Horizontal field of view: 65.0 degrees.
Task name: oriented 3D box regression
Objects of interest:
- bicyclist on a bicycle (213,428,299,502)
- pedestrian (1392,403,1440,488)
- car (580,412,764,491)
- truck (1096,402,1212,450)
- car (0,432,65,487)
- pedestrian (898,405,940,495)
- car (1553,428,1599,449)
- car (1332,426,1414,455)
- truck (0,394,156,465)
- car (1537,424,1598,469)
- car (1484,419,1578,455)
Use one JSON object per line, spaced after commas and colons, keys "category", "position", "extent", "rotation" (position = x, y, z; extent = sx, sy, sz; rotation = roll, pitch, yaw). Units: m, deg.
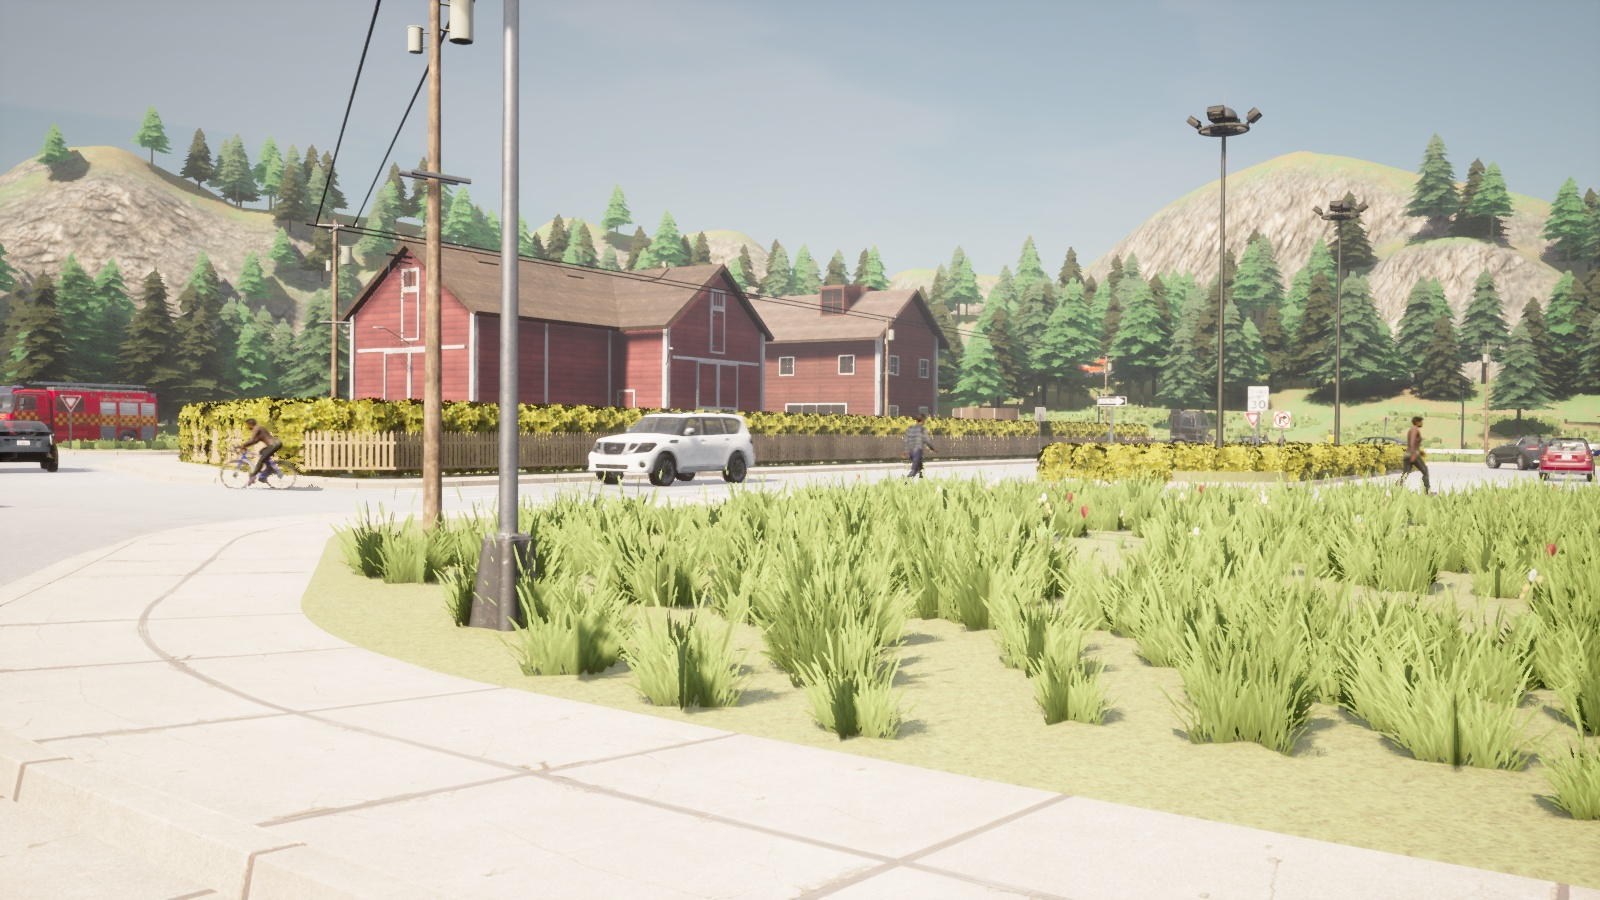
{"category": "bicyclist on a bicycle", "position": [-12.202, 0.332, 28.204], "extent": [1.656, 1.620, 0.582], "rotation": [0, 0, -7]}
{"category": "pedestrian", "position": [13.139, -0.098, 26.785], "extent": [0.869, 1.805, 0.328], "rotation": [0, 1, 4]}
{"category": "car", "position": [-3.503, -0.001, 35.560], "extent": [2.150, 2.045, 5.566], "rotation": [0, 1, 33]}
{"category": "truck", "position": [26.601, -1.782, 94.525], "extent": [7.936, 3.462, 2.891], "rotation": [0, 1, 33]}
{"category": "car", "position": [-23.140, 0.236, 37.163], "extent": [2.007, 1.525, 4.514], "rotation": [-1, 1, -35]}
{"category": "pedestrian", "position": [2.590, -0.011, 27.390], "extent": [0.788, 1.949, 0.423], "rotation": [-1, 1, -27]}
{"category": "car", "position": [50.155, -0.701, 79.009], "extent": [4.718, 1.301, 1.895], "rotation": [0, 1, 34]}
{"category": "car", "position": [31.191, -0.506, 68.387], "extent": [3.705, 1.549, 1.789], "rotation": [0, 1, 44]}
{"category": "truck", "position": [-42.205, -1.181, 72.559], "extent": [2.891, 3.827, 8.468], "rotation": [0, 1, 34]}
{"category": "car", "position": [27.859, -0.164, 45.561], "extent": [1.789, 1.549, 3.705], "rotation": [0, 1, 33]}
{"category": "car", "position": [35.262, -0.638, 60.728], "extent": [2.152, 1.651, 5.027], "rotation": [0, 1, 7]}
